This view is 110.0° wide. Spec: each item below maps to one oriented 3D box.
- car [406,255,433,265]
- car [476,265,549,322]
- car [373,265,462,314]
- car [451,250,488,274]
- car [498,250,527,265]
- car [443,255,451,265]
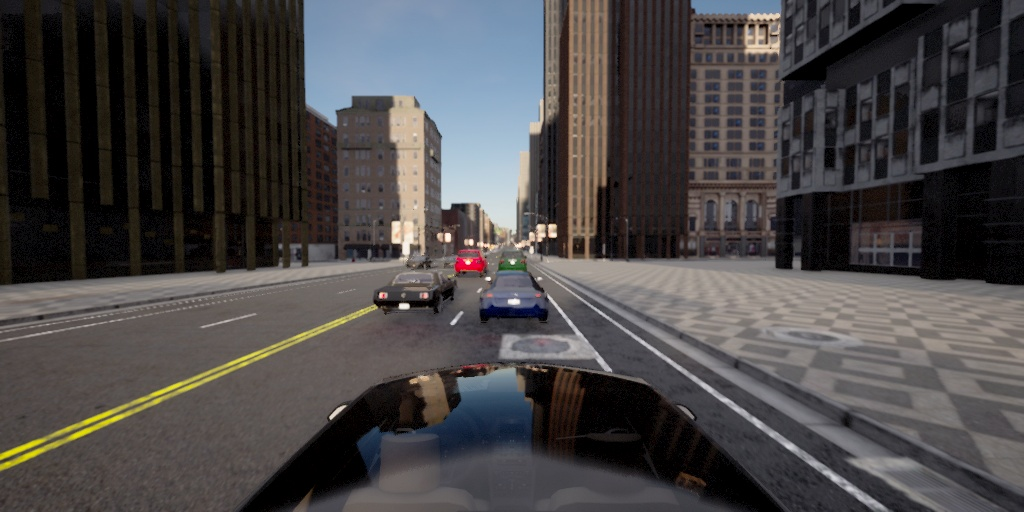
[{"bbox_3d":[-9.889,0.660,38.635,1.882,1.535,5.008,0,1,0],"label":"car"},{"bbox_3d":[0.061,1.152,11.528,1.994,1.385,4.181,0,1,0],"label":"car"},{"bbox_3d":[-3.184,1.168,12.850,1.895,1.301,4.718,0,1,0],"label":"car"},{"bbox_3d":[-3.199,0.545,28.887,2.150,2.045,5.566,0,1,0],"label":"car"},{"bbox_3d":[0.052,0.544,28.931,2.150,2.045,5.566,0,1,0],"label":"car"},{"bbox_3d":[-6.637,0.653,41.180,1.837,1.490,4.892,0,0,0],"label":"car"}]
